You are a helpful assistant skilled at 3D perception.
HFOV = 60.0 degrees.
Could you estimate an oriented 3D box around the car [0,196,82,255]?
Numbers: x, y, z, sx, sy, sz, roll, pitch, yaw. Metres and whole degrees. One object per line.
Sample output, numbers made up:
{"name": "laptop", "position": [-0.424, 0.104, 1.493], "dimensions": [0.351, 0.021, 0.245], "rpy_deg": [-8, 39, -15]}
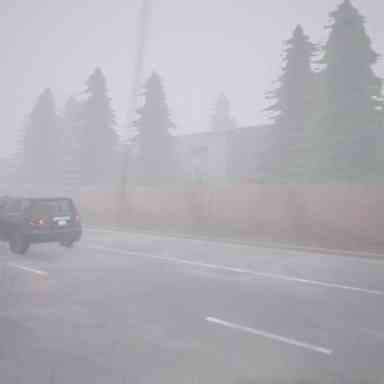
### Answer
{"name": "car", "position": [-6.750, 1.173, 13.369], "dimensions": [5.566, 2.045, 2.150], "rpy_deg": [0, 0, 37]}
